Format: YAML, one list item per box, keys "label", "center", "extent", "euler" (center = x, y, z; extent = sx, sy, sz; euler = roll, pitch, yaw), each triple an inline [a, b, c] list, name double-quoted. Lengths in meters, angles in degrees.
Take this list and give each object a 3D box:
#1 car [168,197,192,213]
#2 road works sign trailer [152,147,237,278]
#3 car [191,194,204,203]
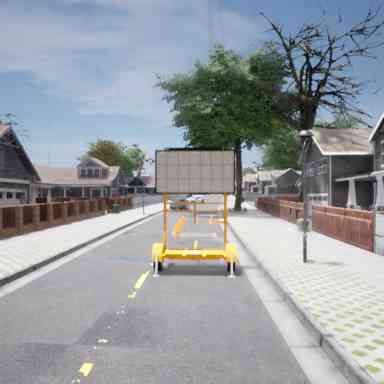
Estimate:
- label: "car"
  center: [-1.392, 1.425, 36.621]
  extent: [1.837, 1.490, 4.892]
  euler: [0, 0, 4]
- label: "road works sign trailer"
  center: [0.097, 0.457, 10.144]
  extent: [2.380, 3.560, 2.880]
  euler: [0, 0, 2]
- label: "car"
  center: [1.120, 0.993, 62.155]
  extent: [2.150, 2.045, 5.566]
  euler: [0, 0, 6]
